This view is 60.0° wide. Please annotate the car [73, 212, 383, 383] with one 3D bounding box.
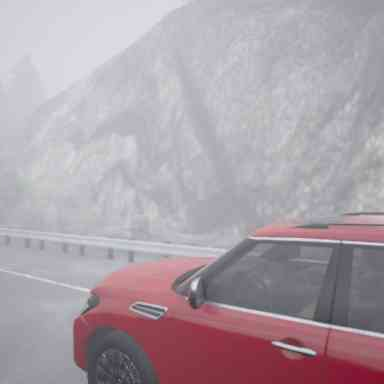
[{"bbox_3d":[1.341,1.214,2.944,5.566,2.045,2.150,0,0,35],"label":"car"}]
